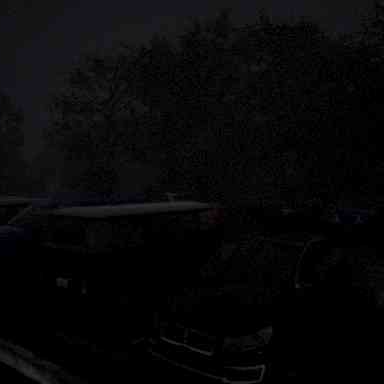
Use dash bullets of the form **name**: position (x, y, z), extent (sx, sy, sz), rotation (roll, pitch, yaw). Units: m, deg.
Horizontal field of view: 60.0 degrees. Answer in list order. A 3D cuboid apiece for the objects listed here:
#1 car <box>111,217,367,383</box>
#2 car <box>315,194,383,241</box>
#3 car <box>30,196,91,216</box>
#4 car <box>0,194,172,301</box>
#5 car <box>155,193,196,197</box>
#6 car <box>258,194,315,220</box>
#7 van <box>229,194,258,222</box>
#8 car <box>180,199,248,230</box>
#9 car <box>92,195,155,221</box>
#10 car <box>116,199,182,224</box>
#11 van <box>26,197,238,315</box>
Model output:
- **car**: position (1.306, 1.472, 5.636), extent (2.231, 1.521, 4.892), rotation (0, 1, 35)
- **car**: position (8.297, 1.137, 16.664), extent (2.435, 2.045, 5.566), rotation (0, 1, 35)
- **car**: position (-12.127, 1.230, 31.054), extent (2.231, 1.521, 4.892), rotation (0, 1, 35)
- **car**: position (-3.303, 1.190, 8.829), extent (2.435, 2.045, 5.566), rotation (0, 1, 35)
- **car**: position (-0.756, 1.069, 23.093), extent (2.435, 2.045, 5.566), rotation (0, 1, 35)
- **car**: position (6.057, 1.123, 18.307), extent (2.435, 2.045, 5.566), rotation (0, 1, 35)
- **van**: position (3.836, 1.130, 19.975), extent (1.878, 1.987, 4.442), rotation (0, 1, 35)
- **car**: position (1.605, 1.334, 21.629), extent (1.946, 1.575, 5.366), rotation (0, 1, 35)
- **car**: position (-5.299, 1.158, 26.288), extent (2.185, 1.767, 4.553), rotation (0, 1, 35)
- **car**: position (-3.061, 1.332, 24.644), extent (2.163, 1.488, 4.792), rotation (0, 1, 35)
- **van**: position (-0.928, 1.232, 7.338), extent (1.878, 1.987, 4.442), rotation (0, 1, 35)
